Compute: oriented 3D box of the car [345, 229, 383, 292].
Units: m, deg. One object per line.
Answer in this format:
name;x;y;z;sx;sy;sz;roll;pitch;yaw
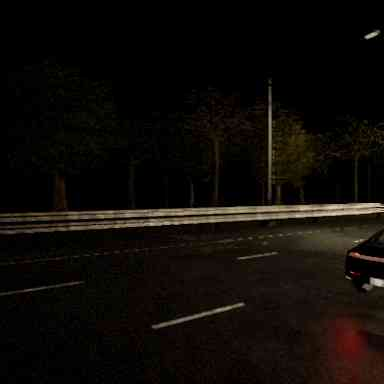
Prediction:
car;5.582;1.551;7.847;4.902;1.511;2.128;0;0;-35
